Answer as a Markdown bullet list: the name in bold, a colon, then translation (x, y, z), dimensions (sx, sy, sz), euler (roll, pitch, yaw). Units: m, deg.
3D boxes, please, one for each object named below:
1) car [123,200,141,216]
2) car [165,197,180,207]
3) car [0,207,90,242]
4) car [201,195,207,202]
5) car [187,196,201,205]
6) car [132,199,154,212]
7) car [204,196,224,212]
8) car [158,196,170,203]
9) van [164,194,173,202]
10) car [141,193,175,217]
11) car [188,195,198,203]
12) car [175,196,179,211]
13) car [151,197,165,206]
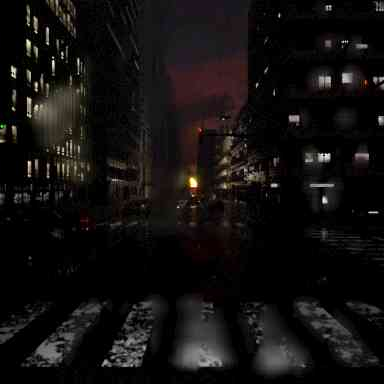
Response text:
- **car**: translation (-5.642, 1.516, 32.814), dimensions (1.752, 1.417, 4.829), euler (-1, 0, 0)
- **car**: translation (-2.990, 1.534, 52.138), dimensions (2.033, 1.411, 5.357), euler (0, 0, 0)
- **car**: translation (-7.421, 1.481, 15.921), dimensions (4.892, 1.490, 1.837), euler (1, 1, 1)
- **car**: translation (2.813, 1.422, 72.551), dimensions (1.967, 1.590, 4.097), euler (-1, 0, 0)
- **car**: translation (0.206, 1.463, 57.308), dimensions (1.882, 1.535, 5.008), euler (0, 0, 0)
- **car**: translation (-5.631, 1.555, 38.639), dimensions (1.947, 1.339, 4.313), euler (-1, 0, 0)
- **car**: translation (2.749, 1.540, 38.623), dimensions (2.008, 1.369, 4.403), euler (-1, 0, 0)
- **car**: translation (-5.576, 1.528, 66.911), dimensions (1.887, 1.381, 4.507), euler (-1, 0, 0)
- **van**: translation (-5.558, 1.322, 78.221), dimensions (1.690, 1.788, 3.998), euler (-1, 0, 0)
- **car**: translation (-3.045, 1.212, 31.115), dimensions (2.150, 2.045, 5.566), euler (0, 0, 0)
- **car**: translation (0.193, 1.488, 70.928), dimensions (2.128, 1.511, 4.902), euler (0, 0, 0)
- **car**: translation (-3.016, 1.210, 41.594), dimensions (2.150, 2.045, 5.566), euler (0, 0, 0)
- **car**: translation (-5.598, 1.530, 55.602), dimensions (1.887, 1.381, 4.507), euler (-1, 0, 0)
